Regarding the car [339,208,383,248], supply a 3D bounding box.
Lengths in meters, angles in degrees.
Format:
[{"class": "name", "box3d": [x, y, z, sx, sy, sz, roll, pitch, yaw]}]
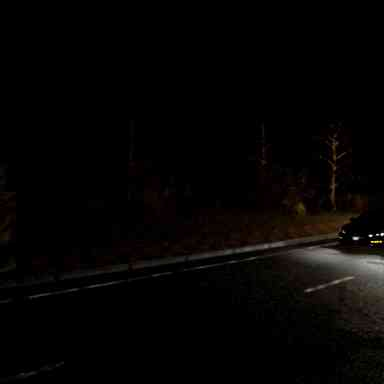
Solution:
[{"class": "car", "box3d": [7.921, 1.444, 13.659, 4.892, 1.490, 1.837, 0, 0, -37]}]
